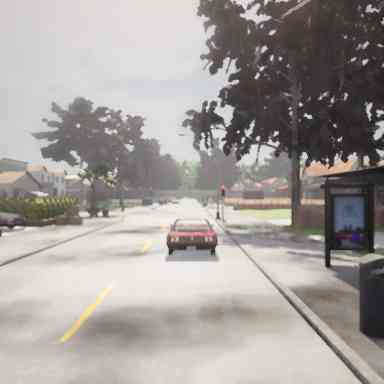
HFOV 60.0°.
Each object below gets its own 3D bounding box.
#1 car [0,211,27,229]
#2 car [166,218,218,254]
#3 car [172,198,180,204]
[{"bbox_3d":[-12.894,1.555,19.959,5.357,1.415,2.033,0,-1,3],"label":"car"},{"bbox_3d":[-0.005,1.741,14.101,1.895,1.301,4.718,0,-1,0],"label":"car"},{"bbox_3d":[-4.041,2.346,83.147,1.812,1.442,4.674,0,-1,0],"label":"car"}]
